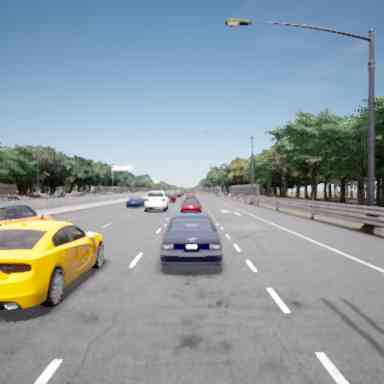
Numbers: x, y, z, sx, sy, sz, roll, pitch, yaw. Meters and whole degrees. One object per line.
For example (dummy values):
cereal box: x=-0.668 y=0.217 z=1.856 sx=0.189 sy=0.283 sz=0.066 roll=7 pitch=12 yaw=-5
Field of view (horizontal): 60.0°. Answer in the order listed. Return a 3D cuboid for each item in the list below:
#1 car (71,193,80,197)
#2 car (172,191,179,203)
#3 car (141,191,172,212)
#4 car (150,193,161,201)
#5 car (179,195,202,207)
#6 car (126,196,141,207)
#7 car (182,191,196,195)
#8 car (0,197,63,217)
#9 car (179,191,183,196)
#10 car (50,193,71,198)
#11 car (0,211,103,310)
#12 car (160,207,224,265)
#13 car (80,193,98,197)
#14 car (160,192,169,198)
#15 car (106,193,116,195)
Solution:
car: x=-24.737 y=0.856 z=72.588 sx=2.033 sy=1.411 sz=5.357 roll=0 pitch=0 yaw=0
car: x=-3.680 y=1.019 z=57.058 sx=1.882 sy=1.535 sz=5.008 roll=0 pitch=0 yaw=0
car: x=-3.597 y=0.929 z=35.011 sx=2.150 sy=2.045 sz=5.566 roll=0 pitch=0 yaw=0
car: x=-7.215 y=1.000 z=66.400 sx=1.812 sy=1.442 sz=4.674 roll=0 pitch=0 yaw=0
car: x=-0.088 y=1.289 z=32.396 sx=1.994 sy=1.385 sz=4.181 roll=0 pitch=0 yaw=0
car: x=-7.124 y=1.215 z=42.614 sx=1.994 sy=1.385 sz=4.181 roll=0 pitch=0 yaw=0
car: x=-0.193 y=0.999 z=61.293 sx=2.128 sy=1.511 sz=4.902 roll=0 pitch=0 yaw=0
car: x=-7.024 y=1.241 z=12.834 sx=2.097 sy=1.767 sz=4.553 roll=0 pitch=0 yaw=0
car: x=-3.783 y=0.817 z=85.132 sx=1.882 sy=1.535 sz=5.008 roll=0 pitch=0 yaw=0
car: x=-28.229 y=0.990 z=70.361 sx=2.033 sy=1.411 sz=5.357 roll=0 pitch=0 yaw=0
car: x=-3.513 y=1.409 z=7.783 sx=1.882 sy=1.535 sz=5.008 roll=0 pitch=1 yaw=0
car: x=-0.019 y=1.447 z=11.155 sx=2.033 sy=1.411 sz=5.357 roll=0 pitch=0 yaw=0
car: x=-21.229 y=0.971 z=70.386 sx=2.128 sy=1.511 sz=4.902 roll=0 pitch=0 yaw=0
car: x=-7.293 y=0.801 z=87.697 sx=1.882 sy=1.535 sz=5.008 roll=0 pitch=0 yaw=0
car: x=-17.738 y=0.852 z=72.613 sx=2.033 sy=1.411 sz=5.357 roll=0 pitch=0 yaw=0
